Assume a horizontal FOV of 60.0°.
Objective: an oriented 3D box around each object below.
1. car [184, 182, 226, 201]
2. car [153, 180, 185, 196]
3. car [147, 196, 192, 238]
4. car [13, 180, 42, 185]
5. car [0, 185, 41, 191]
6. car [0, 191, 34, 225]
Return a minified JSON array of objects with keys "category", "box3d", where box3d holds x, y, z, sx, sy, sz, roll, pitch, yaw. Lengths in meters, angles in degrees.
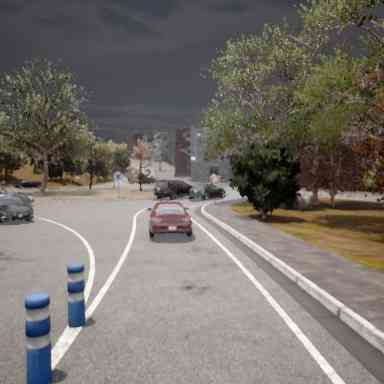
[{"category":"car","box3d":[1.691,-0.108,35.135,2.097,1.767,4.553,3,4,38]},{"category":"car","box3d":[-1.714,-0.270,35.705,2.150,2.045,5.566,3,5,39]},{"category":"car","box3d":[-1.078,1.166,15.445,1.812,1.442,4.674,0,3,-7]},{"category":"car","box3d":[-29.064,-1.382,59.031,1.882,1.535,5.008,3,4,44]},{"category":"car","box3d":[-16.188,0.405,28.620,4.902,1.511,2.128,0,3,3]},{"category":"car","box3d":[-10.999,0.944,19.584,4.892,1.490,1.837,3,4,43]}]
